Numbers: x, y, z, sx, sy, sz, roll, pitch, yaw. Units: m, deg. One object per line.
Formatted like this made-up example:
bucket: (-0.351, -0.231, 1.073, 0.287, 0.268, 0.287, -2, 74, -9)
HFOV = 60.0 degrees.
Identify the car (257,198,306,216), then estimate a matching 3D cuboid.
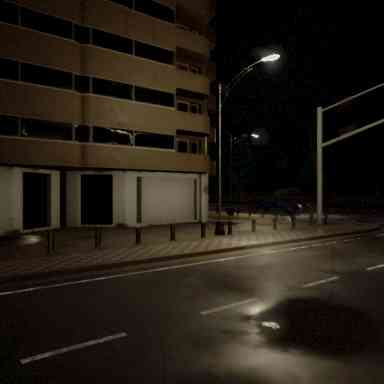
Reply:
car: (8.496, 1.581, 33.048, 1.812, 1.442, 4.674, 0, 0, -36)

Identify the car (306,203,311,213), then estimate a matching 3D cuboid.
car: (10.583, 1.407, 36.104, 2.097, 1.767, 4.553, 0, 0, -36)
